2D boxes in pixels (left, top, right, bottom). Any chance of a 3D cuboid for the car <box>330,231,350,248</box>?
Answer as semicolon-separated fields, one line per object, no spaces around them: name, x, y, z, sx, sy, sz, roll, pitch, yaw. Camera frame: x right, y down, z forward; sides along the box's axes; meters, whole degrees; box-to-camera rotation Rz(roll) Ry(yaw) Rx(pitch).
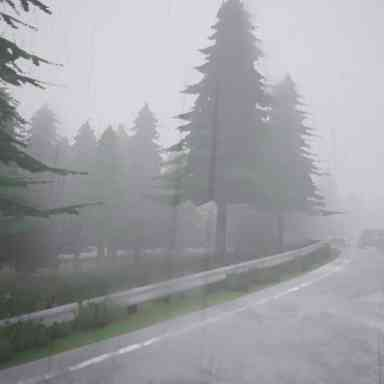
car;15.425;4.898;35.186;2.097;1.767;4.553;2;-8;23

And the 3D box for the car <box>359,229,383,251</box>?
car;18.691;4.953;34.481;2.150;2.045;5.566;2;-8;22
